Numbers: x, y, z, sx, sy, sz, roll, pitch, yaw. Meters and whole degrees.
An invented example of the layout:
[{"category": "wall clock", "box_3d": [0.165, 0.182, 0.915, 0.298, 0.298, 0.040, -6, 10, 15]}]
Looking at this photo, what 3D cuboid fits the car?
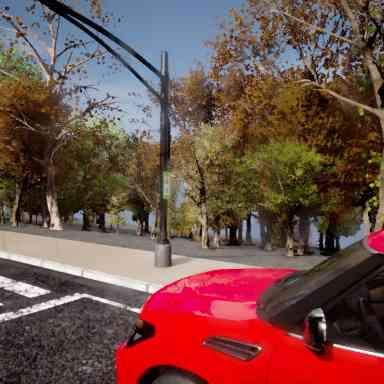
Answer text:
[{"category": "car", "box_3d": [1.984, 1.222, 2.298, 5.566, 2.045, 2.150, 0, 0, 34]}]
